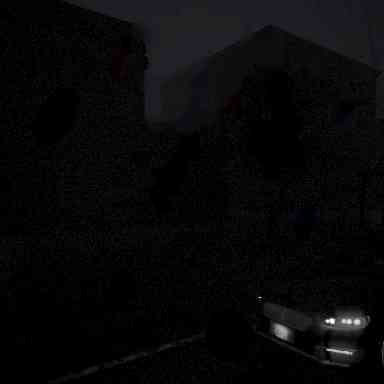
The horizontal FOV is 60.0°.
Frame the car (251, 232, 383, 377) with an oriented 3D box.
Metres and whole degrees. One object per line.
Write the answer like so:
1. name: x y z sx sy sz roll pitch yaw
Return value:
1. car: 3.118 1.491 5.604 4.902 1.511 2.128 0 0 -36
